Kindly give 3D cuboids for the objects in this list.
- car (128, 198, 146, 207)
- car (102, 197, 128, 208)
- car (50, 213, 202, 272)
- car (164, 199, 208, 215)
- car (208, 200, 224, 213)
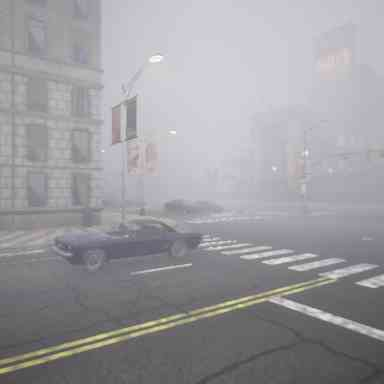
[{"bbox_3d":[-8.479,1.582,49.372,1.994,1.385,4.181,0,0,-36],"label":"car"},{"bbox_3d":[-11.311,1.538,47.316,1.837,1.490,4.892,0,0,-36],"label":"car"},{"bbox_3d":[-2.039,1.598,10.969,4.718,1.301,1.895,0,0,-36],"label":"car"},{"bbox_3d":[-0.915,1.468,32.789,1.882,1.535,5.008,0,0,-35],"label":"car"},{"bbox_3d":[1.482,1.553,35.495,1.994,1.385,4.181,0,0,-36],"label":"car"}]
